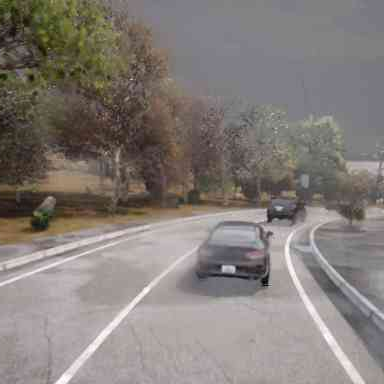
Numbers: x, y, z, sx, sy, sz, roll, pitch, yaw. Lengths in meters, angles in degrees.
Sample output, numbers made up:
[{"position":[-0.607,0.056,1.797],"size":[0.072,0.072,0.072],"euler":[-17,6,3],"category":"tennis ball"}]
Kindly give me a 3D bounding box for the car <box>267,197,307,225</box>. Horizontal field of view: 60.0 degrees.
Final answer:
[{"position":[7.611,1.412,26.457],"size":[2.150,2.045,5.566],"euler":[3,1,29],"category":"car"}]

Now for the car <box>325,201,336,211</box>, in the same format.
[{"position":[21.180,2.017,48.244],"size":[5.008,1.535,1.882],"euler":[3,2,-43],"category":"car"}]

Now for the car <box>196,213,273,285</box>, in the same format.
[{"position":[1.336,1.558,9.653],"size":[1.812,1.442,4.674],"euler":[1,0,13],"category":"car"}]
